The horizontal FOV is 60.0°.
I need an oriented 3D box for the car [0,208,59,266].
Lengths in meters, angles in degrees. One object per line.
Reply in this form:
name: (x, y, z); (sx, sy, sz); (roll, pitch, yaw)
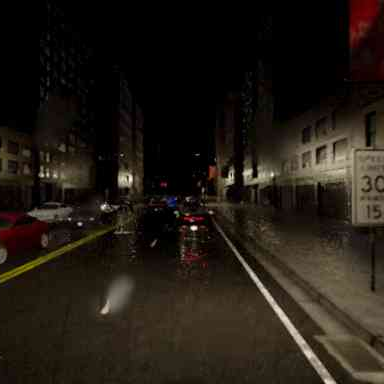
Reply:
car: (-6.568, 1.488, 11.535); (1.812, 1.442, 4.674); (0, 0, 1)

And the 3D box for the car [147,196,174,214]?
car: (-3.264, 1.371, 33.059); (2.128, 1.511, 4.902); (0, 0, 0)

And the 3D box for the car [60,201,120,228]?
car: (-6.513, 1.471, 21.998); (2.033, 1.411, 5.357); (0, 0, 0)

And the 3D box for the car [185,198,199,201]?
car: (0.018, 1.353, 36.918); (2.128, 1.511, 4.902); (0, 0, 1)

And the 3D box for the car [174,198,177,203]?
car: (-3.237, 1.290, 46.853); (1.882, 1.535, 5.008); (0, 0, 1)

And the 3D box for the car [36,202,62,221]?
car: (-9.764, 1.444, 23.305); (1.812, 1.442, 4.674); (0, 0, 0)

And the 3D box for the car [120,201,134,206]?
car: (-6.518, 1.131, 30.769); (2.128, 1.511, 4.902); (0, 0, 0)

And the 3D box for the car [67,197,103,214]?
car: (-9.768, 1.159, 30.767); (1.994, 1.385, 4.181); (0, 0, 0)

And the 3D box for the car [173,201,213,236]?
car: (0.089, 1.442, 18.041); (1.837, 1.490, 4.892); (0, 0, 0)
